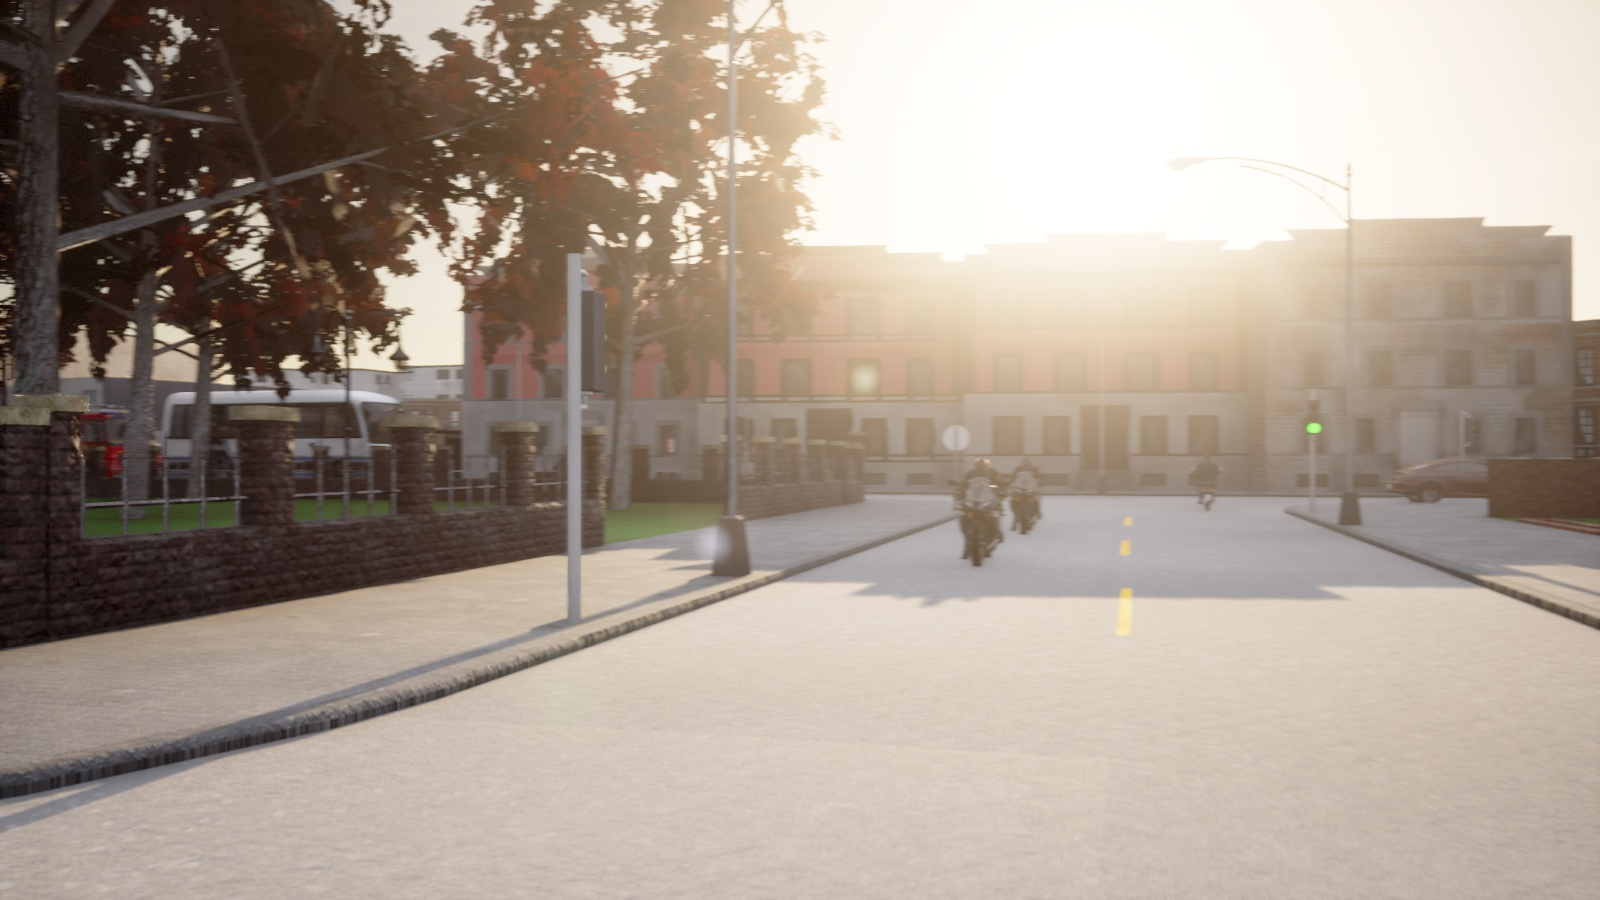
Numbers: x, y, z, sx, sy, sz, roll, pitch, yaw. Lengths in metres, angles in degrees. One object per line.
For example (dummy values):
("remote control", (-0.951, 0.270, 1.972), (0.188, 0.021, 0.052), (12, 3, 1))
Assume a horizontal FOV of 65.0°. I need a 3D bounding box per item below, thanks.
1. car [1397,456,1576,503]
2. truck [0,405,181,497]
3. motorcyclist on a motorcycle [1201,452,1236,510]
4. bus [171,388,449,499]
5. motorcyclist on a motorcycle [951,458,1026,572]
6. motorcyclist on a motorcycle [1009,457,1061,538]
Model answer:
("car", (21.712, 0.911, 39.911), (4.674, 1.442, 1.812), (0, 0, 13))
("truck", (-31.413, 0.079, 54.435), (8.468, 3.827, 2.891), (0, 0, 15))
("motorcyclist on a motorcycle", (11.732, 0.860, 35.241), (0.866, 1.590, 1.817), (0, 0, 17))
("bus", (-19.957, -0.210, 51.282), (10.273, 4.253, 3.944), (0, 0, 16))
("motorcyclist on a motorcycle", (2.733, 0.880, 18.018), (0.866, 1.530, 2.191), (0, 0, 14))
("motorcyclist on a motorcycle", (4.719, 0.914, 25.106), (0.866, 1.530, 2.191), (0, 0, 14))
